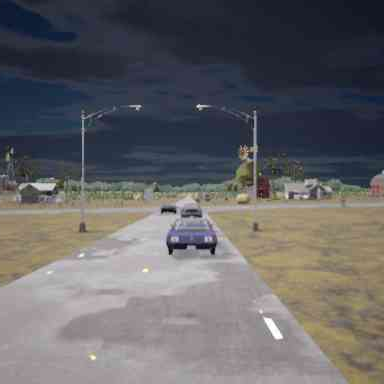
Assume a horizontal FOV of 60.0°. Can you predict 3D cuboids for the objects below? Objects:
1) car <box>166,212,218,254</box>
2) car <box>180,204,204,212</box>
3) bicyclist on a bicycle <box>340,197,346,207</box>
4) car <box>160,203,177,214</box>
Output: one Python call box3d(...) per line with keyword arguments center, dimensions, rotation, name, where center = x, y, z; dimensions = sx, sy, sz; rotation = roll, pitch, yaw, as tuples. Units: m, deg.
box3d(center=(-0.011, 1.735, 14.094), dimensions=(1.895, 1.301, 4.718), rotation=(0, -1, 0), name="car")
box3d(center=(-0.024, 1.796, 29.301), dimensions=(1.837, 1.490, 4.892), rotation=(0, 0, 0), name="car")
box3d(center=(22.796, 1.510, 50.266), dimensions=(0.582, 1.620, 1.656), rotation=(-1, -1, 0), name="bicyclist on a bicycle")
box3d(center=(-2.792, 2.008, 40.696), dimensions=(1.895, 1.301, 4.718), rotation=(0, -1, 0), name="car")
